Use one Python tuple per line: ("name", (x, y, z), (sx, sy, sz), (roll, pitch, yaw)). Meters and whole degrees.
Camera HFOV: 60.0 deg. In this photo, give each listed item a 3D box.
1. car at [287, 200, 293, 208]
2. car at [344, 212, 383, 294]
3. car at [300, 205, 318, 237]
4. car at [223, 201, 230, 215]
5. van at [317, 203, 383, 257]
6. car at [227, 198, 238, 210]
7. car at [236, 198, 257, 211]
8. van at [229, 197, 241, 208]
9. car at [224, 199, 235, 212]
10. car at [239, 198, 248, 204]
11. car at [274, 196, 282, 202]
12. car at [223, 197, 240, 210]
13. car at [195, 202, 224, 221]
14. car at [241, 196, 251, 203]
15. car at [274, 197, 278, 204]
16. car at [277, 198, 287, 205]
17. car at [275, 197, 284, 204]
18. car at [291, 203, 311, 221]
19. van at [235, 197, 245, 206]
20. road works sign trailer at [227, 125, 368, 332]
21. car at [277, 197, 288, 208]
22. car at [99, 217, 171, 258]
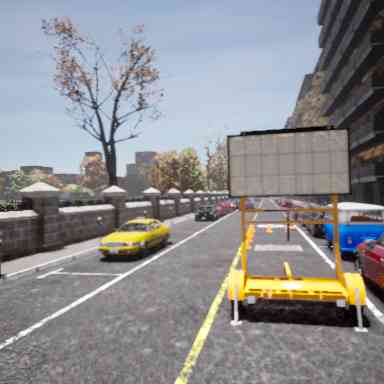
("car", (9.632, 1.622, 28.877), (1.887, 1.381, 4.507), (-2, -1, 12))
("car", (4.768, 1.391, 6.887), (1.967, 1.590, 4.097), (-2, -1, 12))
("car", (7.201, 1.580, 17.881), (1.947, 1.339, 4.313), (-2, -1, 12))
("car", (2.668, 1.940, 36.182), (1.802, 1.307, 4.206), (-2, -1, 12))
("van", (5.981, 1.324, 12.386), (1.690, 1.788, 3.998), (-2, -1, 12))
("car", (5.094, 1.870, 47.174), (1.967, 1.590, 4.097), (-2, -1, 12))
("car", (7.643, 1.914, 46.376), (1.994, 1.385, 4.181), (-2, -1, 13))
("van", (7.522, 1.851, 58.171), (1.690, 1.788, 3.998), (-2, -1, 12))
("car", (3.882, 1.936, 41.677), (1.887, 1.381, 4.507), (-2, -1, 12))
("car", (12.389, 2.236, 80.159), (1.947, 1.339, 4.313), (-2, -1, 12))
("car", (22.996, 1.946, 89.348), (1.967, 1.590, 4.097), (-2, -1, 12))
("car", (6.305, 1.785, 52.674), (2.192, 1.841, 5.009), (-2, -1, 12))
("car", (1.453, 1.892, 30.684), (1.947, 1.339, 4.313), (-2, -1, 12))
("car", (14.813, 2.069, 91.156), (2.192, 1.841, 5.009), (-2, -1, 12))
("car", (16.919, 1.741, 61.862), (1.967, 1.590, 4.097), (-2, -1, 12))
("car", (18.138, 1.922, 67.357), (1.802, 1.307, 4.206), (-2, -1, 12))
("car", (20.569, 1.987, 78.353), (1.947, 1.339, 4.313), (-2, -1, 12))
("car", (8.416, 1.596, 23.379), (2.008, 1.369, 4.403), (-2, -1, 12))
("van", (9.952, 1.930, 69.167), (1.690, 1.788, 3.998), (-2, -1, 12))
("road works sign trailer", (1.995, 0.492, 6.942), (2.380, 3.560, 2.880), (-2, -1, 12))
("car", (14.492, 1.803, 50.864), (1.802, 1.307, 4.206), (-2, -1, 12))
("car", (-2.231, 1.755, 14.025), (1.752, 1.417, 4.829), (-2, -1, 12))
